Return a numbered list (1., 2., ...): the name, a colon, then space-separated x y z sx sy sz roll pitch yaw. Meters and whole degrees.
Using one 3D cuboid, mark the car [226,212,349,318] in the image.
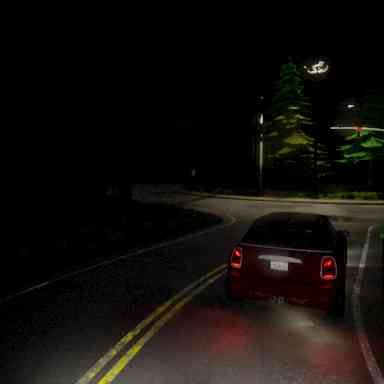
1. car: 2.411 1.237 7.660 2.097 1.767 4.553 2 2 25
